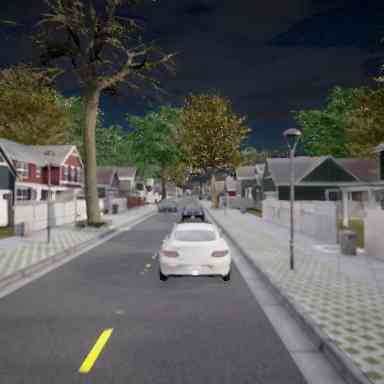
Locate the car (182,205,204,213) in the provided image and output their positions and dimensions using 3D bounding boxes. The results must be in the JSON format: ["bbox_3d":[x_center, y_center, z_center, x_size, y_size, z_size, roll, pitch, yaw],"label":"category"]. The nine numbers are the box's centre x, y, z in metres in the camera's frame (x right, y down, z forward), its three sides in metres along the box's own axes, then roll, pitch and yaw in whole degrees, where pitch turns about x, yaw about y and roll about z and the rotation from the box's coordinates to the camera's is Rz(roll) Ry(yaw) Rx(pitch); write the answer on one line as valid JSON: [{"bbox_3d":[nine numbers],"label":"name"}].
[{"bbox_3d":[0.093,1.761,29.247,1.895,1.301,4.718,0,0,0],"label":"car"}]

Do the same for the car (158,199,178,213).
[{"bbox_3d":[-2.837,1.573,39.526,2.097,1.767,4.553,0,0,0],"label":"car"}]

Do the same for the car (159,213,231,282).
[{"bbox_3d":[0.081,1.579,9.855,1.812,1.442,4.674,0,0,0],"label":"car"}]
